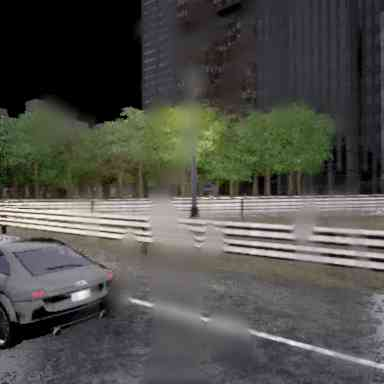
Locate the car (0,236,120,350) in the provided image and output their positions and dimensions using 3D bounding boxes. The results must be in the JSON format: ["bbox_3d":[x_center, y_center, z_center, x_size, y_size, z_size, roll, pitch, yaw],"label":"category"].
[{"bbox_3d":[-3.337,1.563,6.321,4.181,1.385,1.994,0,0,36],"label":"car"}]
